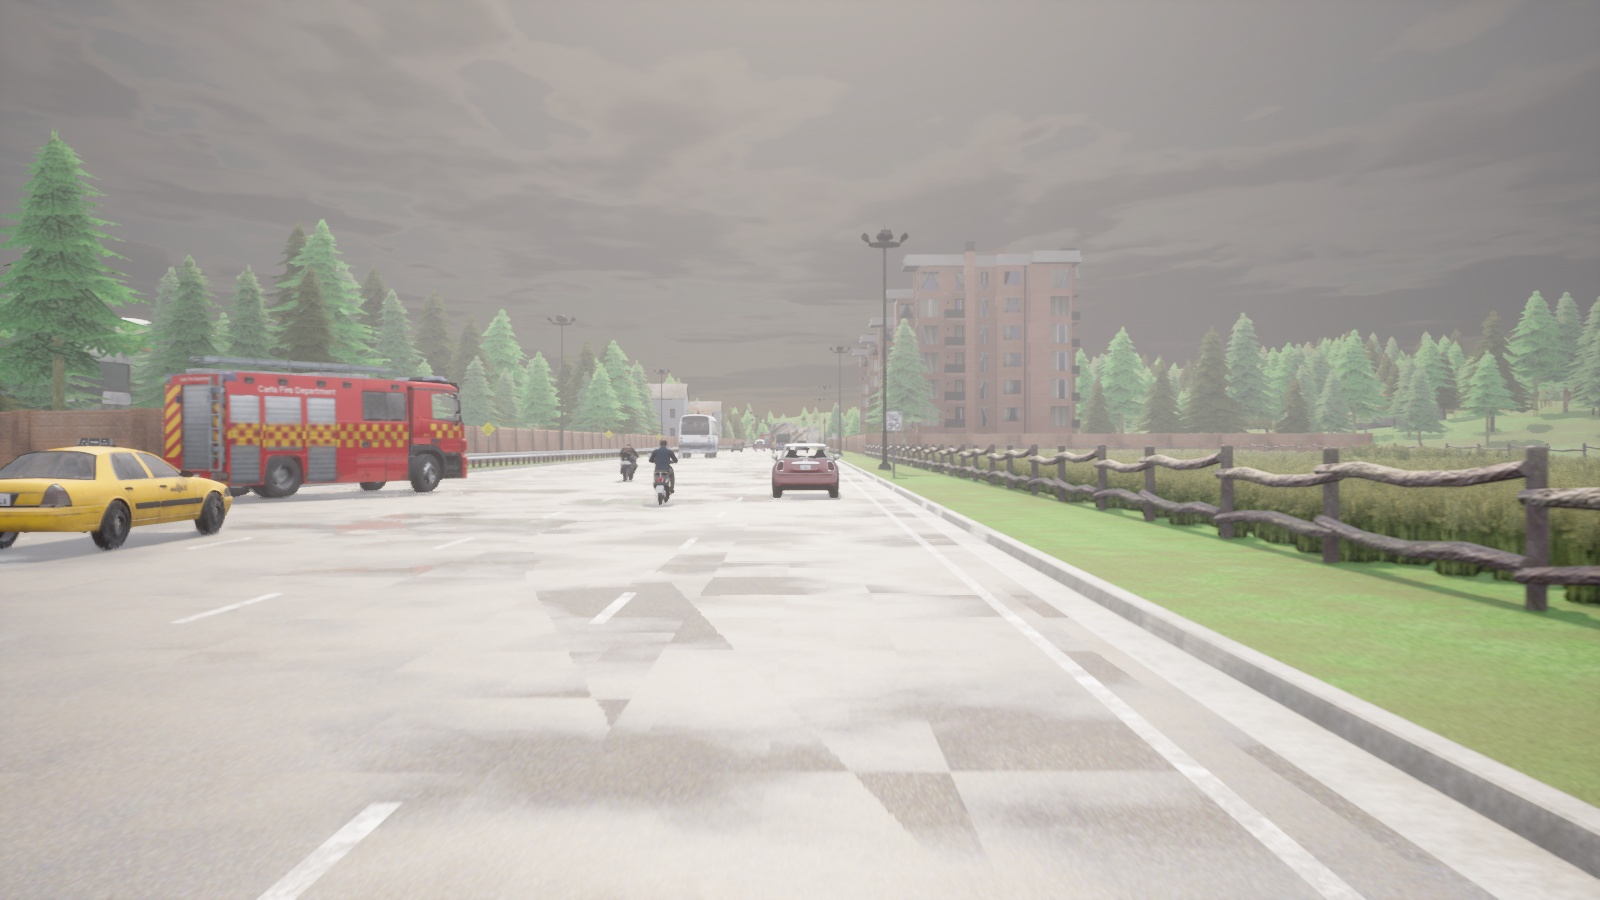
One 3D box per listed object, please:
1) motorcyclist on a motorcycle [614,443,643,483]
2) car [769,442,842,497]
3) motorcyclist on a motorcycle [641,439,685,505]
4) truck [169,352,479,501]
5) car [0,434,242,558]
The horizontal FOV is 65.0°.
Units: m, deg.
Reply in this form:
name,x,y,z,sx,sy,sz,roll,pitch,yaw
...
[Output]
name,x,y,z,sx,sy,sz,roll,pitch,yaw
motorcyclist on a motorcycle,-6.783,0.495,49.798,0.866,1.530,2.191,0,0,0
car,0.161,0.510,35.762,1.970,1.475,3.806,0,0,0
motorcyclist on a motorcycle,-3.359,0.523,30.923,0.866,1.590,1.817,0,0,0
truck,-13.570,-0.636,36.729,2.891,3.827,8.468,0,0,32
car,-10.408,0.572,18.684,1.801,1.575,5.366,0,0,0
